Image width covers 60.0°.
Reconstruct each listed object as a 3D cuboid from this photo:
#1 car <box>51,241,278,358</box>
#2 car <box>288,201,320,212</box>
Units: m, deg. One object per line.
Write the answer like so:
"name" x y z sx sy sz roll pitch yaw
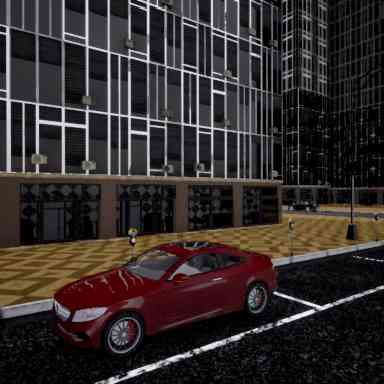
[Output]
"car" -0.237 1.582 5.932 4.206 1.307 1.802 0 0 -36
"car" 15.143 1.899 45.275 2.008 1.369 4.403 -1 0 -36
